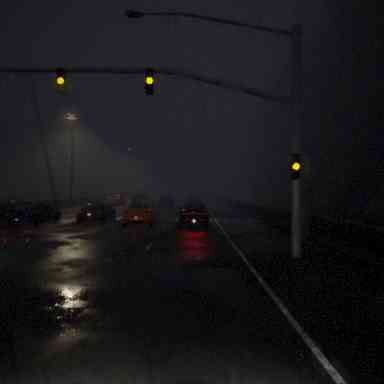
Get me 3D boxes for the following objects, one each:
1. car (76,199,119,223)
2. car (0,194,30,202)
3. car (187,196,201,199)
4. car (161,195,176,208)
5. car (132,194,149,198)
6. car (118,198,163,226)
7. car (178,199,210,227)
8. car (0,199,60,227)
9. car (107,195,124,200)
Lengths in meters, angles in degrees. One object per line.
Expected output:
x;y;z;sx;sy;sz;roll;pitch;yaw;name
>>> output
-6.853;1.464;24.212;1.994;1.385;4.181;0;0;0;car
-20.842;1.107;39.335;2.097;1.767;4.553;0;1;0;car
0.297;1.246;44.427;1.994;1.385;4.181;0;1;0;car
-3.215;1.209;42.894;1.837;1.490;4.892;0;1;0;car
-6.714;1.053;43.125;2.097;1.767;4.553;0;1;0;car
-3.363;1.387;22.585;1.882;1.535;5.008;0;0;0;car
0.134;1.419;21.806;1.837;1.490;4.892;0;0;0;car
-10.380;1.439;22.033;1.812;1.442;4.674;0;0;0;car
-10.200;1.155;44.794;1.882;1.535;5.008;0;1;0;car
